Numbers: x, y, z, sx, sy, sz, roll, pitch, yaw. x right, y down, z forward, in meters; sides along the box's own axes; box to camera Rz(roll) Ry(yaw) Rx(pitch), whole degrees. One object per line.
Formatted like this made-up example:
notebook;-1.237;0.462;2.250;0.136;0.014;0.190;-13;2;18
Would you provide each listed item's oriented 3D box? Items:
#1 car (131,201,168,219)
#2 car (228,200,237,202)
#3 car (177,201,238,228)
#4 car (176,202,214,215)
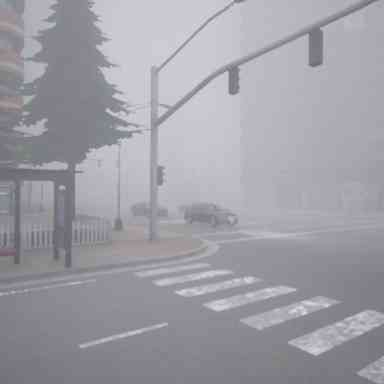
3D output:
car;-4.073;1.643;31.441;1.882;1.535;5.008;1;0;-35
car;1.501;1.669;29.627;1.882;1.535;5.008;1;0;-35
car;1.273;1.656;23.835;2.128;1.511;4.902;1;0;-34
car;0.275;1.819;37.676;1.895;1.301;4.718;1;0;-36
